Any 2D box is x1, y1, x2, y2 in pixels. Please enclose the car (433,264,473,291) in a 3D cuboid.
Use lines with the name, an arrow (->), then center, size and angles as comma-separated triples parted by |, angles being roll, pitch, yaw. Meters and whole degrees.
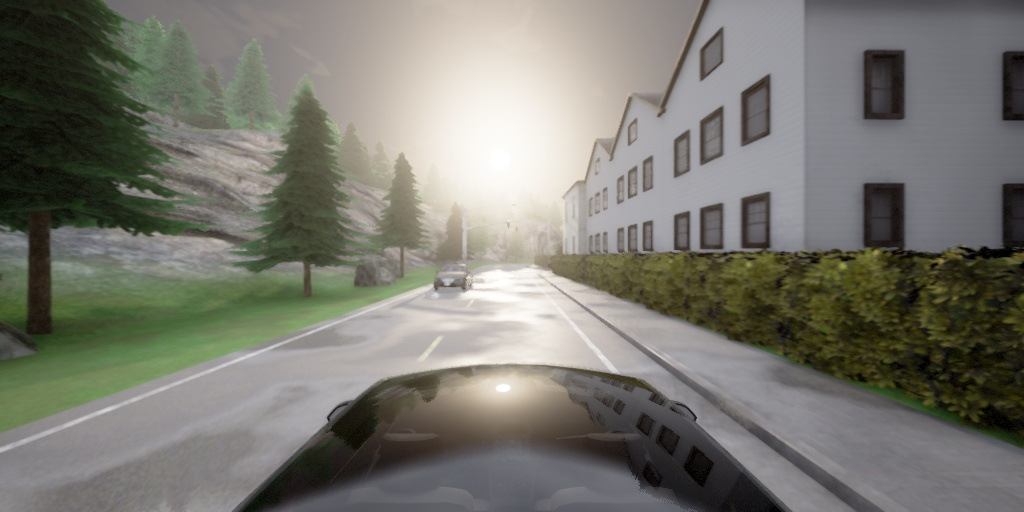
car -> -3.498, 1.237, 21.933 | 2.128, 1.511, 4.902 | 0, 0, 0
